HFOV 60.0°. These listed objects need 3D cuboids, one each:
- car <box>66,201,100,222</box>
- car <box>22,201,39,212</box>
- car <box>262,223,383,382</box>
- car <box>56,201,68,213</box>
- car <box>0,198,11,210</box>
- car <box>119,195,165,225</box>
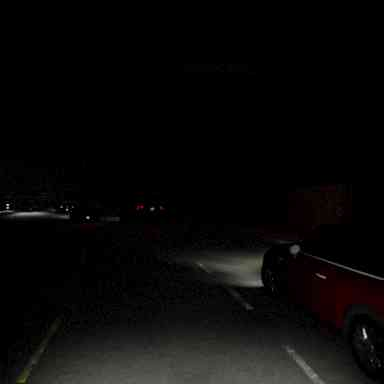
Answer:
[{"bbox_3d":[-8.959,1.687,27.462,1.895,1.301,4.718,-1,0,-26],"label":"car"},{"bbox_3d":[-20.479,1.811,42.209,1.895,1.301,4.718,-1,0,-26],"label":"car"},{"bbox_3d":[2.849,1.315,5.693,2.097,1.767,4.553,-1,0,-9],"label":"car"},{"bbox_3d":[-15.199,1.751,39.866,1.895,1.301,4.718,-1,0,-27],"label":"car"},{"bbox_3d":[-26.520,1.648,46.529,2.097,1.767,4.553,-1,0,-27],"label":"car"},{"bbox_3d":[-3.862,1.252,25.021,2.150,2.045,5.566,-1,0,-26],"label":"car"}]
